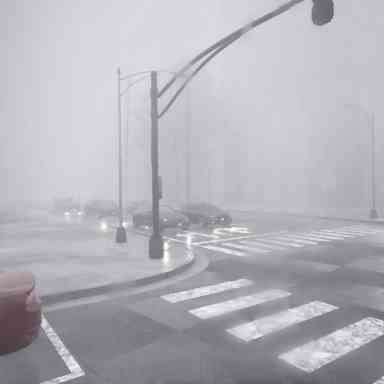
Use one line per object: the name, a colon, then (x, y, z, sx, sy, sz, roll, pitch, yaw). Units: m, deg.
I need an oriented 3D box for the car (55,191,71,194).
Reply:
car: (-19.383, 0.580, 49.906, 2.097, 1.767, 4.553, -1, 1, -36)

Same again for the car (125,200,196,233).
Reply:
car: (-1.990, 1.462, 19.807, 1.812, 1.442, 4.674, -1, 1, -35)

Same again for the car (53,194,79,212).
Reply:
car: (-13.586, 1.322, 36.052, 2.033, 1.411, 5.357, -1, 1, -36)

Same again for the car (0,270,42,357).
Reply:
car: (-4.144, 1.545, 3.702, 4.507, 1.381, 1.887, 0, -1, -36)

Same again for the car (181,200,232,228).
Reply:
car: (0.677, 1.454, 21.665, 1.994, 1.385, 4.181, -1, 1, -36)

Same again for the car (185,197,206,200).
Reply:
car: (0.164, 1.234, 33.910, 1.812, 1.442, 4.674, -1, 1, -36)

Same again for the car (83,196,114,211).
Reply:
car: (-10.602, 1.258, 37.474, 1.812, 1.442, 4.674, -1, 1, -35)

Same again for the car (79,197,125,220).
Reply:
car: (-7.413, 1.338, 27.398, 1.882, 1.535, 5.008, -1, 1, -35)
